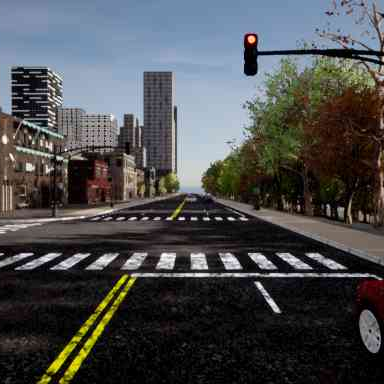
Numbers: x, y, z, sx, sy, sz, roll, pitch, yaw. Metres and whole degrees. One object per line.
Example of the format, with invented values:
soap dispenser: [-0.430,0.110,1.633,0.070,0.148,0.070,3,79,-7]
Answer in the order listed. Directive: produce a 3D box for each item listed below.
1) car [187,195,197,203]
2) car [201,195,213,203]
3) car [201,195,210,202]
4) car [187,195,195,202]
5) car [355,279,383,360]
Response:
car: [-0.045,1.575,67.309,1.895,1.301,4.718,0,0,0]
car: [3.206,1.523,65.794,2.033,1.411,5.357,0,0,0]
car: [3.088,1.470,76.289,1.837,1.490,4.892,0,0,0]
car: [-0.167,1.469,77.348,1.837,1.490,4.892,0,0,0]
car: [3.344,1.477,2.928,1.882,1.535,5.008,0,0,0]
